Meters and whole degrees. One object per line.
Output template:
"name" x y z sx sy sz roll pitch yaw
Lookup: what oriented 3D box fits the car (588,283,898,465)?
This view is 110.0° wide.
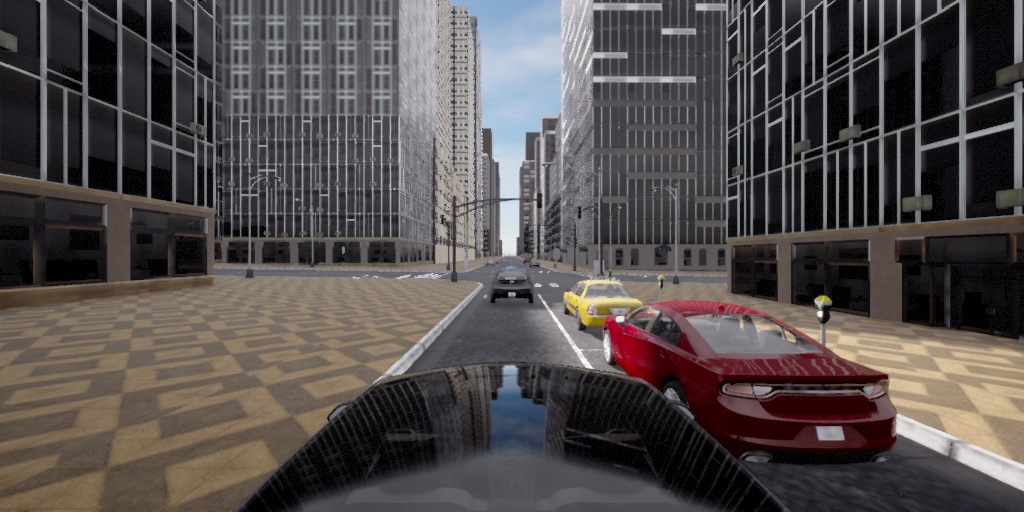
"car" 2.565 1.293 5.119 1.888 1.381 4.507 0 0 0

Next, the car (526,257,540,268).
"car" 3.870 1.326 61.775 1.948 1.339 4.313 0 0 0

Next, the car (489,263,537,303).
"car" 0.000 1.265 16.500 1.837 1.490 4.892 0 0 0

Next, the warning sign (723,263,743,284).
"warning sign" 17.262 1.202 27.990 1.060 1.860 1.300 0 0 -3

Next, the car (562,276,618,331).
"car" 2.565 1.273 10.841 1.751 1.417 4.829 0 0 0
